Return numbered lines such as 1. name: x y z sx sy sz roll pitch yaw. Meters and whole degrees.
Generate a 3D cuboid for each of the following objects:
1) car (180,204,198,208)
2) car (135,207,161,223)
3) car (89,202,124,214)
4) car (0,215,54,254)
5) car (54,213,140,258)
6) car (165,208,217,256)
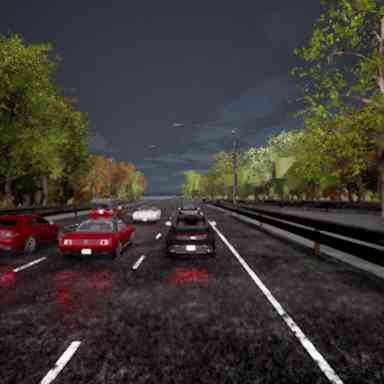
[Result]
1. car: -0.257 1.802 28.772 2.128 1.511 4.902 0 -1 -1
2. car: -3.753 1.907 28.445 1.895 1.301 4.718 0 -1 -1
3. car: -7.255 1.659 28.560 2.097 1.767 4.553 0 -1 -1
4. car: -7.044 1.674 14.019 1.812 1.442 4.674 0 0 0
5. car: -3.542 1.743 13.404 1.895 1.301 4.718 0 -1 0
6. car: -0.042 1.652 13.678 1.837 1.490 4.892 0 0 0
